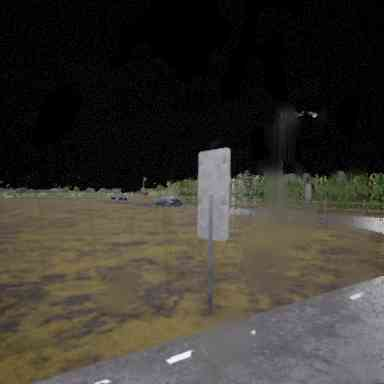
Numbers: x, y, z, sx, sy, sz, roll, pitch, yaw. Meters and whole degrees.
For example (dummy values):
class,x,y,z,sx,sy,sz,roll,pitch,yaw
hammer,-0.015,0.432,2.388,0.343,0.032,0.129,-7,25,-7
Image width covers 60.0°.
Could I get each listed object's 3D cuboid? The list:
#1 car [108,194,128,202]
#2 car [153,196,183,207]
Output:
class,x,y,z,sx,sy,sz,roll,pitch,yaw
car,-12.790,0.995,57.699,1.895,1.301,4.718,1,-1,-35
car,-3.292,1.195,44.121,2.033,1.411,5.357,1,-1,-35
